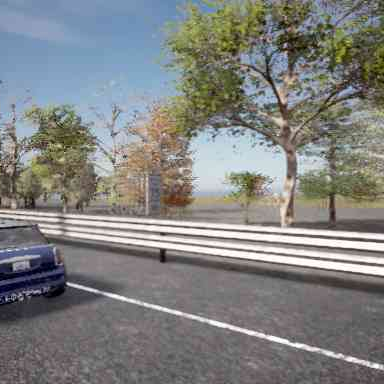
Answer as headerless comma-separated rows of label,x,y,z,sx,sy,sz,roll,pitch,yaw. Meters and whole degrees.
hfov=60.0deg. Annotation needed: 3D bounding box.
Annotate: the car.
car,-4.858,1.381,7.384,4.553,1.767,2.097,0,0,36
